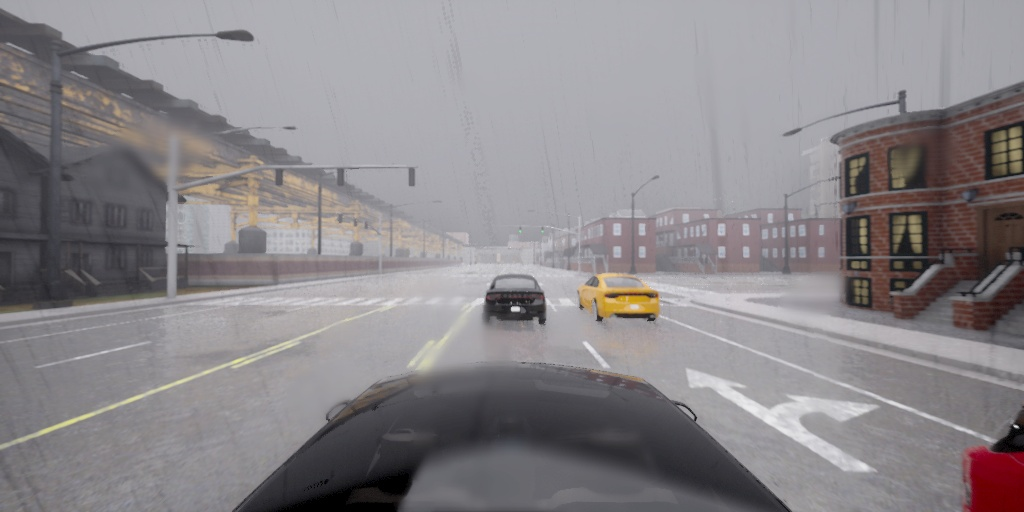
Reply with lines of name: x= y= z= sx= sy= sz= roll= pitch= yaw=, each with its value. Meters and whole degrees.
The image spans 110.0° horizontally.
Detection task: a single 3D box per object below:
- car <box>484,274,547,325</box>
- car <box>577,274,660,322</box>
car: x=0.092 y=1.368 z=12.524 sx=1.882 sy=1.535 sz=5.008 roll=0 pitch=-1 yaw=0
car: x=3.629 y=1.375 z=13.019 sx=1.882 sy=1.535 sz=5.008 roll=0 pitch=-1 yaw=1
